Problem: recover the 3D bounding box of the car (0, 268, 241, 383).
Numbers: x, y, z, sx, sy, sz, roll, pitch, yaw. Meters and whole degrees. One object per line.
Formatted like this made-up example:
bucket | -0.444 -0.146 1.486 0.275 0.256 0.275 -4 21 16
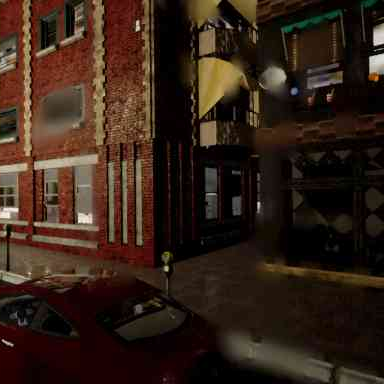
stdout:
car | -1.472 1.583 3.899 4.206 1.307 1.802 0 -1 36
